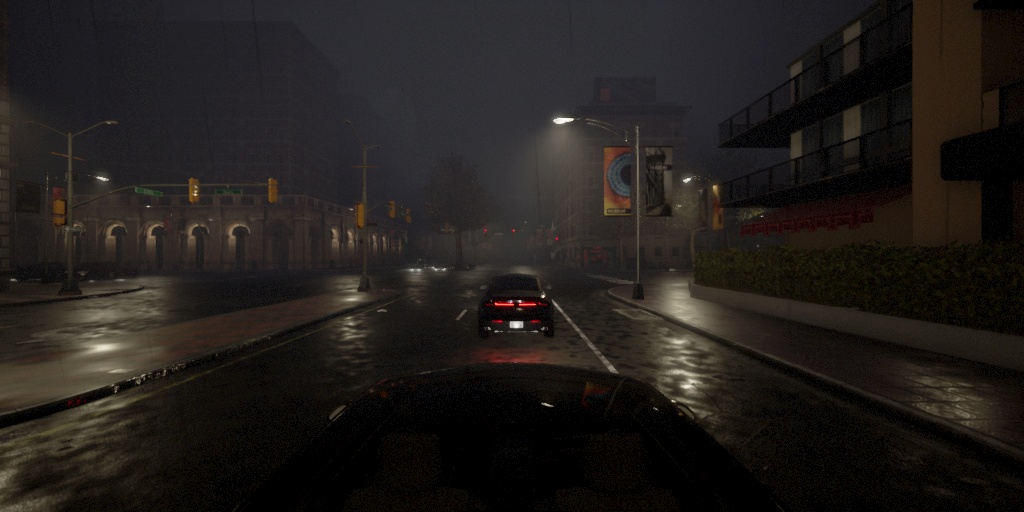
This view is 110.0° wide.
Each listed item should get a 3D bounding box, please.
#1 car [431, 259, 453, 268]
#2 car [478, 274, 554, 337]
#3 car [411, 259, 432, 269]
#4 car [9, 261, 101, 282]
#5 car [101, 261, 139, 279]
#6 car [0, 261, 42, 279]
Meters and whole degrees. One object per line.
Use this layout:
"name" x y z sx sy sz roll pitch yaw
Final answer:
"car" -11.352 1.310 58.657 1.994 1.385 4.181 0 0 0
"car" 0.109 1.254 10.259 1.837 1.490 4.892 0 0 0
"car" -14.857 1.237 57.885 2.128 1.511 4.902 0 0 0
"car" -36.930 1.239 28.810 4.902 1.511 2.128 0 0 0
"car" -36.674 1.225 32.310 5.008 1.535 1.882 0 0 0
"car" -46.128 1.225 32.330 5.008 1.535 1.882 0 0 0
